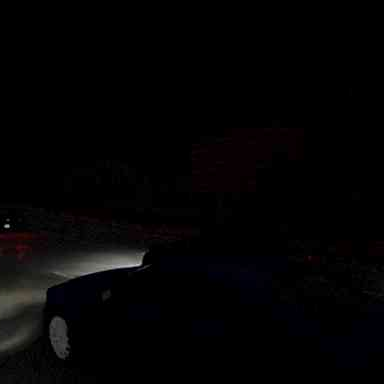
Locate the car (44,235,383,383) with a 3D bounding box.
[{"bbox_3d":[0.119,1.488,4.105,5.008,1.535,1.882,0,0,37],"label":"car"}]

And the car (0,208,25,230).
[{"bbox_3d":[-11.835,1.620,20.464,1.895,1.301,4.718,0,0,-40],"label":"car"}]

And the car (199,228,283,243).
[{"bbox_3d":[0.722,1.584,8.111,4.181,1.385,1.994,0,0,39],"label":"car"}]
